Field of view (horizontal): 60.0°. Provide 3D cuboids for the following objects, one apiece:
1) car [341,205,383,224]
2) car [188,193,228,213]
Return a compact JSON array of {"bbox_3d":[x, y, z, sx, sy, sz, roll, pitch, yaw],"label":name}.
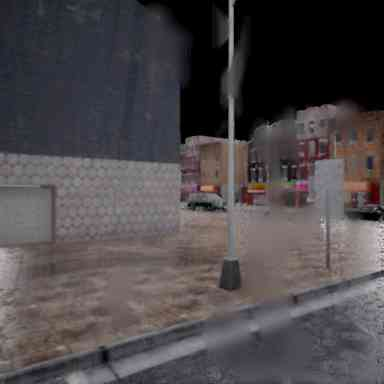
[{"bbox_3d":[13.200,1.579,24.648,1.895,1.301,4.718,0,0,-37],"label":"car"},{"bbox_3d":[1.733,1.142,35.364,2.150,2.045,5.566,0,0,-35],"label":"car"}]
